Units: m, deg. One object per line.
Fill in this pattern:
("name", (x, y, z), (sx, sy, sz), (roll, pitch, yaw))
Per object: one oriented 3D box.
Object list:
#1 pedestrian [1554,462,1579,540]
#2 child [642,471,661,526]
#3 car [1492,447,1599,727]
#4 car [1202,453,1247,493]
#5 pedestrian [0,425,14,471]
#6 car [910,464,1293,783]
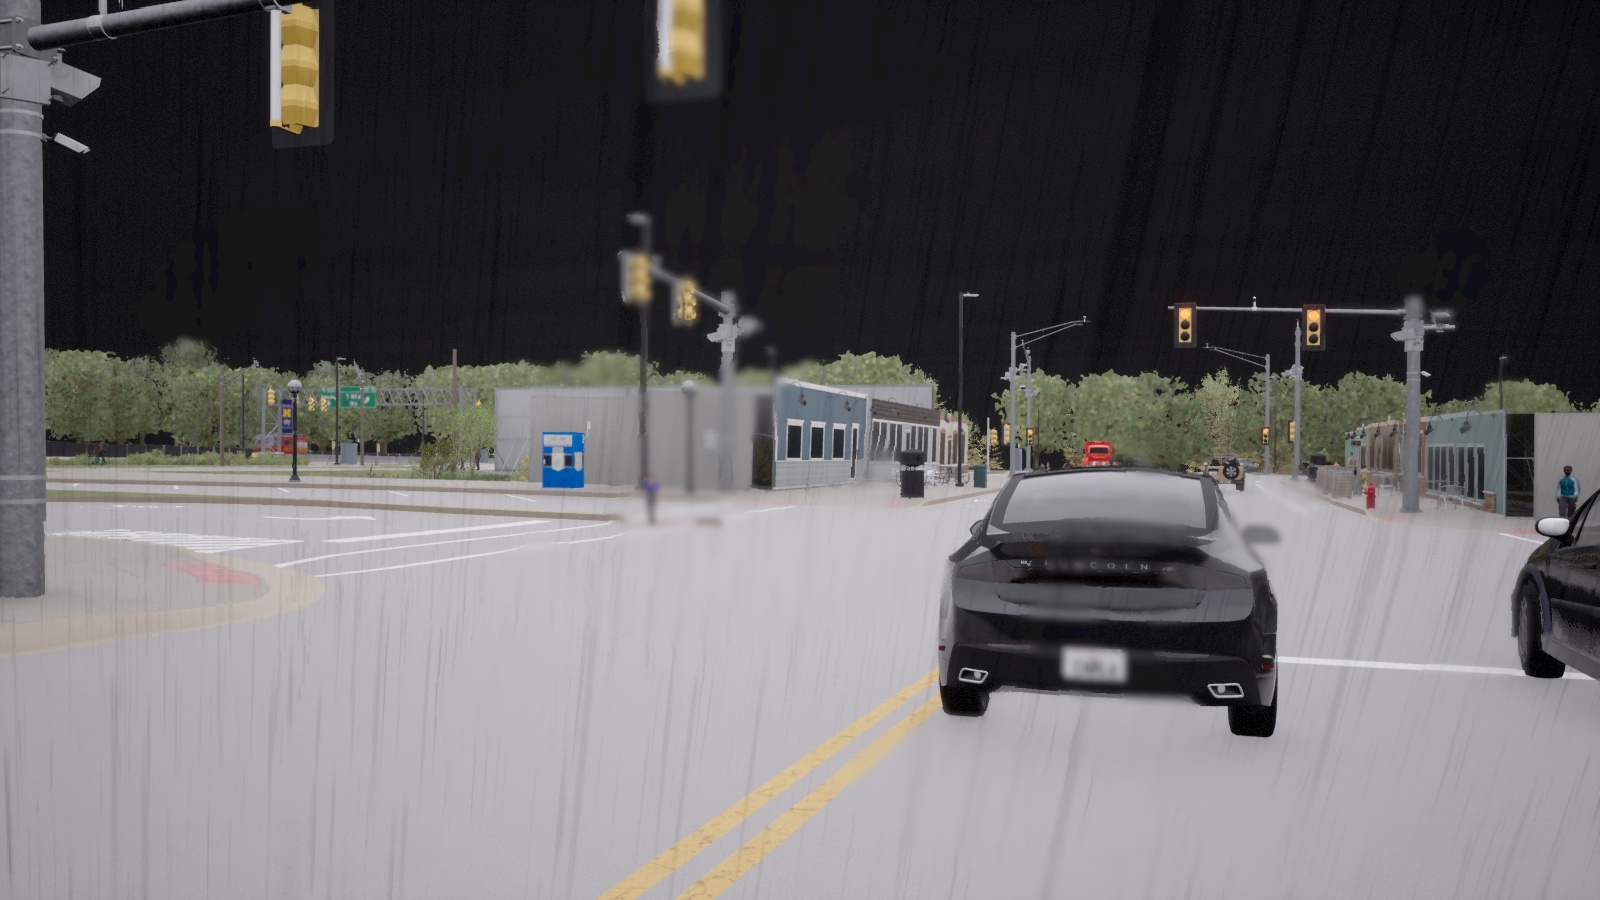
("pedestrian", (19.497, 1.285, 31.935), (0.396, 1.930, 0.692), (1, 1, 42))
("child", (-3.477, 1.123, 29.461), (0.270, 1.263, 0.437), (1, 1, 19))
("car", (5.806, 0.822, 7.885), (1.851, 1.617, 3.988), (1, -1, 18))
("car", (20.828, 1.115, 61.767), (1.932, 1.855, 4.605), (1, 0, 17))
("pedestrian", (-33.068, -0.082, 52.208), (0.692, 1.930, 0.396), (1, 1, 29))
("car", (2.155, 0.886, 8.577), (1.837, 1.490, 4.892), (1, -1, 17))
